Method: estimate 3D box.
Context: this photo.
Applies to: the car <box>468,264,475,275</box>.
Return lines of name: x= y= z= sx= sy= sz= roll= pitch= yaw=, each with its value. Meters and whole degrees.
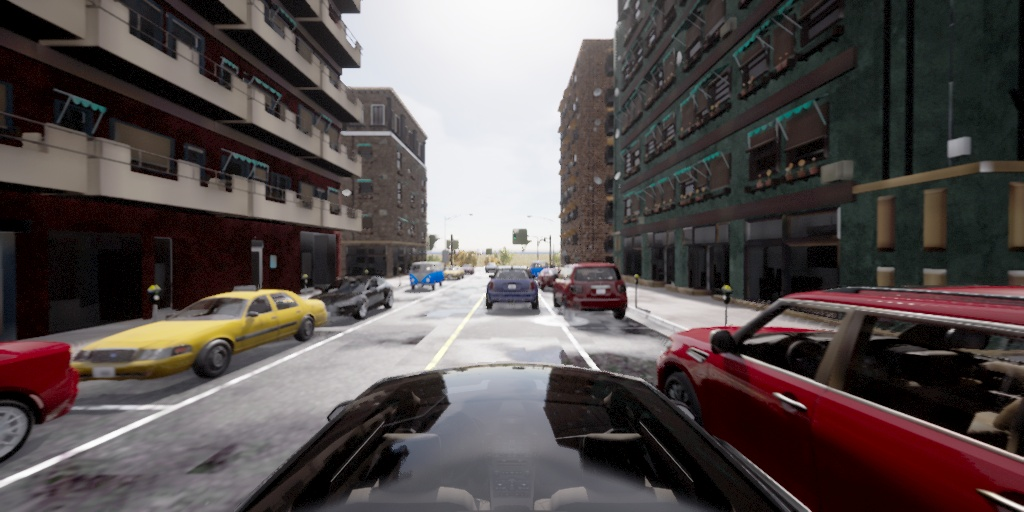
car: x=-5.778 y=1.731 z=46.243 sx=1.802 sy=1.307 sz=4.207 roll=0 pitch=0 yaw=0

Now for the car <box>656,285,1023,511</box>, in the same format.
car: x=2.689 y=1.068 z=2.103 sx=2.192 sy=1.841 sz=5.009 roll=0 pitch=0 yaw=0

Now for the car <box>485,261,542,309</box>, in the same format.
car: x=0.005 y=1.229 z=15.920 sx=2.097 sy=1.767 sz=4.553 roll=0 pitch=-1 yaw=0

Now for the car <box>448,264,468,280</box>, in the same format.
car: x=-5.683 y=1.577 z=35.031 sx=1.751 sy=1.417 sz=4.829 roll=0 pitch=0 yaw=0

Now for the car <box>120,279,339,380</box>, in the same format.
car: x=-5.690 y=1.329 z=7.411 sx=1.751 sy=1.417 sz=4.829 roll=0 pitch=0 yaw=0

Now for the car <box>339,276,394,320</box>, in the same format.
car: x=-5.689 y=1.419 z=13.105 sx=1.948 sy=1.339 sz=4.313 roll=0 pitch=0 yaw=0

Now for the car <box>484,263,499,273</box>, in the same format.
car: x=-2.988 y=1.760 z=53.594 sx=2.033 sy=1.411 sz=5.357 roll=0 pitch=-1 yaw=0

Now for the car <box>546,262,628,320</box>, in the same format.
car: x=2.692 y=1.169 z=13.151 sx=2.192 sy=1.841 sz=5.009 roll=0 pitch=0 yaw=0

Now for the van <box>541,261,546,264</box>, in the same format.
van: x=2.697 y=1.392 z=35.248 sx=1.690 sy=1.789 sz=3.998 roll=0 pitch=0 yaw=0

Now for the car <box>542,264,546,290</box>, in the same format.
car: x=2.694 y=1.498 z=24.199 sx=1.888 sy=1.381 sz=4.507 roll=0 pitch=0 yaw=0

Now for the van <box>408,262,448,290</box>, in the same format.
van: x=-5.686 y=1.294 z=24.153 sx=1.690 sy=1.789 sz=3.998 roll=0 pitch=0 yaw=0

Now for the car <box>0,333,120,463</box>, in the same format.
car: x=-5.691 y=1.298 z=2.057 sx=1.888 sy=1.381 sz=4.507 roll=0 pitch=0 yaw=0
